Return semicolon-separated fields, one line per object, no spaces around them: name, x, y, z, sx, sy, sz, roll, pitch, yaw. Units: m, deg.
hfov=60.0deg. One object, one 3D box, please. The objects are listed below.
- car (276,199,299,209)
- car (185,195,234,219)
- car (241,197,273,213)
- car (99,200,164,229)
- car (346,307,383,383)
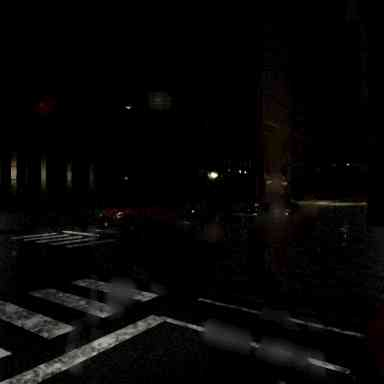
car;13.124;1.624;45.638;1.994;1.385;4.181;0;0;36
car;1.697;1.257;29.781;2.150;2.045;5.566;0;0;36
car;7.395;1.399;37.700;2.097;1.767;4.553;0;0;35
car;-3.904;1.377;21.953;2.097;1.767;4.553;0;0;35
car;3.564;1.221;1.149;5.566;2.045;2.150;0;0;36
